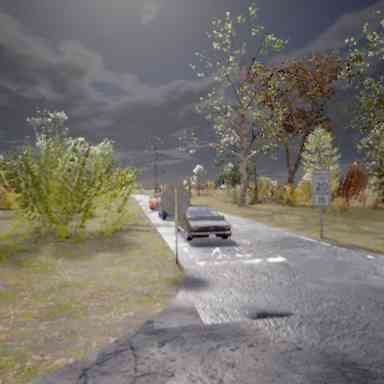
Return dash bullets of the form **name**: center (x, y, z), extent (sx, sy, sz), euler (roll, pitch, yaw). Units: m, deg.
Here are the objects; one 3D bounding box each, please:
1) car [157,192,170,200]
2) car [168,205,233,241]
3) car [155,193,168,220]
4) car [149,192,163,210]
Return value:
- **car**: center (-5.206, 0.701, 59.874), extent (1.812, 1.442, 4.674), euler (-1, 1, -11)
- **car**: center (0.325, 1.347, 15.962), extent (2.033, 1.411, 5.357), euler (-1, 1, -11)
- **car**: center (-1.483, 1.148, 25.255), extent (1.882, 1.535, 5.008), euler (-1, 1, -11)
- **car**: center (-3.378, 0.888, 35.053), extent (2.097, 1.767, 4.553), euler (-1, 1, -11)
